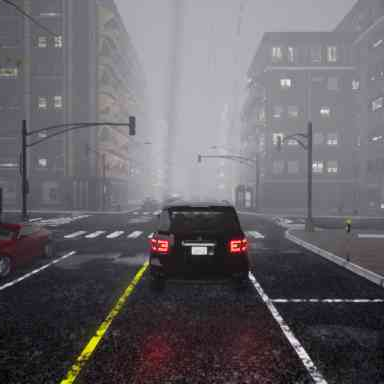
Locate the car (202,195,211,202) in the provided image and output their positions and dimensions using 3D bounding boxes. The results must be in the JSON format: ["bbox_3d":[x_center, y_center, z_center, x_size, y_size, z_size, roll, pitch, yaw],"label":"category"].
[{"bbox_3d":[3.369,1.439,76.148,1.967,1.590,4.097,0,0,1],"label":"car"}]

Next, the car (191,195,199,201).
[{"bbox_3d":[0.744,1.477,82.676,1.882,1.535,5.008,0,0,1],"label":"car"}]

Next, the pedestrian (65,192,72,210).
[{"bbox_3d":[-12.421,0.902,33.456,0.375,1.860,0.375,0,-1,0],"label":"pedestrian"}]

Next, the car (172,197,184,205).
[{"bbox_3d":[-2.512,1.563,61.569,1.994,1.385,4.181,0,0,1],"label":"car"}]

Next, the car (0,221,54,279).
[{"bbox_3d":[-5.614,1.581,9.989,1.802,1.307,4.206,0,0,1],"label":"car"}]

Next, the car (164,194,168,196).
[{"bbox_3d":[-5.063,1.314,70.591,2.192,1.841,5.009,0,0,1],"label":"car"}]

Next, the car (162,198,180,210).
[{"bbox_3d":[-2.703,1.562,43.028,1.994,1.385,4.181,0,0,1],"label":"car"}]

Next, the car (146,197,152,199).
[{"bbox_3d":[-5.319,1.438,42.399,1.967,1.590,4.097,0,0,1],"label":"car"}]

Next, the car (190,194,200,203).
[{"bbox_3d":[0.670,1.354,72.899,2.097,1.767,4.553,0,0,1],"label":"car"}]

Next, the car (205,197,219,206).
[{"bbox_3d":[3.164,1.549,53.594,2.008,1.369,4.403,0,0,1],"label":"car"}]

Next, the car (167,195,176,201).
[{"bbox_3d":[-4.961,1.525,81.698,1.752,1.417,4.829,0,0,1],"label":"car"}]

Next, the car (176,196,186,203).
[{"bbox_3d":[-2.356,1.522,71.874,1.812,1.442,4.674,0,0,1],"label":"car"}]

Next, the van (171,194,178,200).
[{"bbox_3d":[-4.856,1.340,93.145,1.690,1.788,3.998,0,0,1],"label":"van"}]

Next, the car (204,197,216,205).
[{"bbox_3d":[3.215,1.543,59.232,1.887,1.381,4.507,0,0,1],"label":"car"}]

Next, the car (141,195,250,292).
[{"bbox_3d":[0.165,1.221,9.075,2.150,2.045,5.566,0,0,1],"label":"car"}]
